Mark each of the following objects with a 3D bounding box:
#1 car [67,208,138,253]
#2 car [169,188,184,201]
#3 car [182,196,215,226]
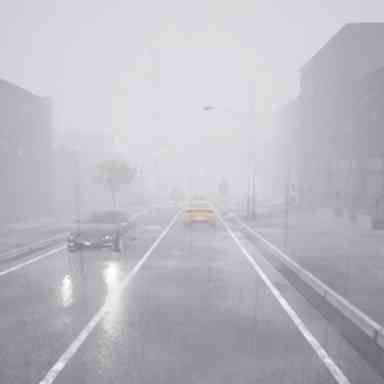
[{"bbox_3d":[-3.375,1.427,13.336,1.837,1.490,4.892,0,0,1],"label":"car"},{"bbox_3d":[-2.495,0.349,55.825,2.150,2.045,5.566,0,2,2],"label":"car"},{"bbox_3d":[0.495,1.318,22.092,1.882,1.535,5.008,0,1,1],"label":"car"}]
